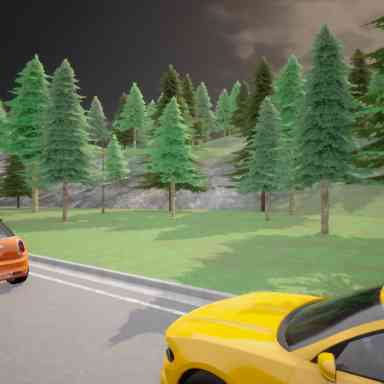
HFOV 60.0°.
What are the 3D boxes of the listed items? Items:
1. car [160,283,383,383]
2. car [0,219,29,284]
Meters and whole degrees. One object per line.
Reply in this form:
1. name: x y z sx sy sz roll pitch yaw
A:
1. car: 1.990 1.478 2.571 5.008 1.535 1.882 0 0 35
2. car: -6.136 1.352 8.342 4.553 1.767 2.097 0 0 35
